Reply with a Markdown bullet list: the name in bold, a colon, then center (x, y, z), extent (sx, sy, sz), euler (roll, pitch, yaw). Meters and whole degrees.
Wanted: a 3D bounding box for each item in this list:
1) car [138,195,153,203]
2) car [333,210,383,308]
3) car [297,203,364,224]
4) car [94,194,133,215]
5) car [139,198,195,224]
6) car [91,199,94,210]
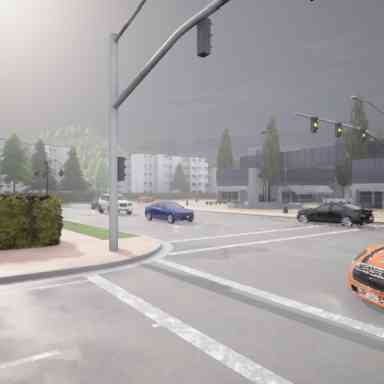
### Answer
- **car**: center (-9.289, 1.356, 68.129), extent (2.097, 1.767, 4.553), euler (0, 1, 15)
- **car**: center (5.544, 1.352, 6.597), extent (4.553, 1.767, 2.097), euler (0, 0, -11)
- **car**: center (9.513, 1.477, 22.480), extent (1.882, 1.535, 5.008), euler (0, 0, -38)
- **car**: center (-7.938, 1.221, 34.080), extent (2.150, 2.045, 5.566), euler (0, 0, -31)
- **car**: center (-1.792, 1.478, 25.376), extent (1.882, 1.535, 5.008), euler (0, 0, -37)
- **car**: center (-11.933, 1.354, 42.995), extent (2.097, 1.767, 4.553), euler (0, 0, -17)
